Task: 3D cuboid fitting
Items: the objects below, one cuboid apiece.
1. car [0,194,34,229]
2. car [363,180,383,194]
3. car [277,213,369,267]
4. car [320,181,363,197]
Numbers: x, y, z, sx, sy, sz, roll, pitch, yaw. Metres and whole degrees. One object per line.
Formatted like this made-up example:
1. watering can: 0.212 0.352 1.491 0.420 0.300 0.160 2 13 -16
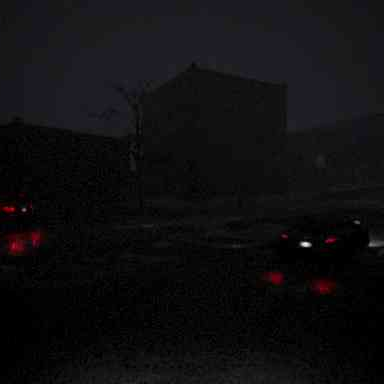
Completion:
1. car: -12.215 1.132 20.009 5.566 2.045 2.150 0 0 19
2. car: 21.374 -0.665 41.134 5.366 1.575 1.946 -5 3 -35
3. car: 4.442 1.392 11.030 1.994 1.385 4.181 0 2 37
4. car: 16.835 -0.283 38.010 5.366 1.575 1.946 -5 3 -34
